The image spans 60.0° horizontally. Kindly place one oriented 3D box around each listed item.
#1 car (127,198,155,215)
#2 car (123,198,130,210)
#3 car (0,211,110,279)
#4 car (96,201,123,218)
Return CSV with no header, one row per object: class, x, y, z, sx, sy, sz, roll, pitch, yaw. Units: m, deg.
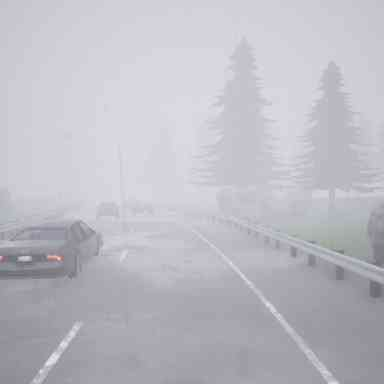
car,-5.119,1.601,33.886,1.895,1.301,4.718,0,0,-16
car,-7.824,1.526,42.631,1.812,1.442,4.674,0,0,-19
car,-3.999,1.548,10.005,2.033,1.411,5.357,0,0,-5
car,-7.573,1.547,29.865,2.033,1.411,5.357,0,0,-15
